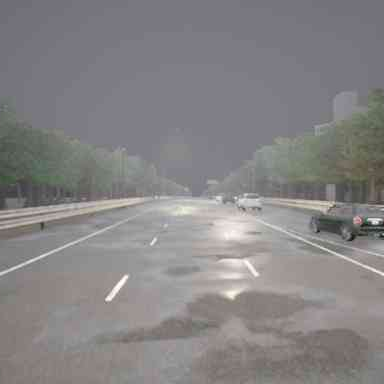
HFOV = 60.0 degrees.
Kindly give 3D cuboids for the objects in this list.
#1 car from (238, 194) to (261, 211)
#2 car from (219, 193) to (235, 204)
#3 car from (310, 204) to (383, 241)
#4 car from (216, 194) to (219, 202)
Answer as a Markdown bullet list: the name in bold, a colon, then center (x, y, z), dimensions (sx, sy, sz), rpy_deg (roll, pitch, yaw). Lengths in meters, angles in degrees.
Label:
- **car**: center (7.021, 1.236, 40.903), dimensions (2.150, 2.045, 5.566), rpy_deg (0, 0, 0)
- **car**: center (7.084, 1.301, 65.553), dimensions (2.150, 2.045, 5.566), rpy_deg (0, 0, 0)
- **car**: center (7.863, 1.368, 16.861), dimensions (2.097, 1.767, 4.553), rpy_deg (0, 0, -7)
- **car**: center (7.170, 1.446, 82.675), dimensions (2.150, 2.045, 5.566), rpy_deg (0, -1, 0)
